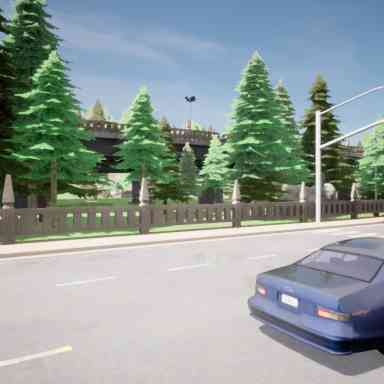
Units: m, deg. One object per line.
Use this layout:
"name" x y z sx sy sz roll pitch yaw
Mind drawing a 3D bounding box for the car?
"car" 3.496 1.547 5.918 5.357 1.411 2.033 0 0 -31
